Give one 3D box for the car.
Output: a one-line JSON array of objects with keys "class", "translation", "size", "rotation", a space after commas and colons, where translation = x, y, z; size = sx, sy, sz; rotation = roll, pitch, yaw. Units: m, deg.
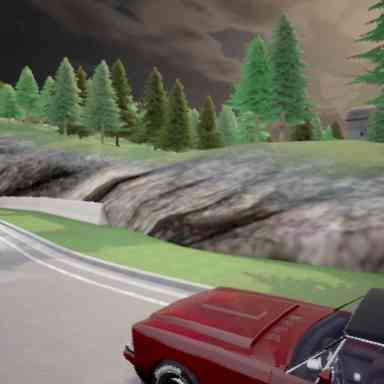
[{"class": "car", "translation": [1.616, 1.599, 2.884], "size": [4.718, 1.301, 1.895], "rotation": [1, 1, 36]}]
